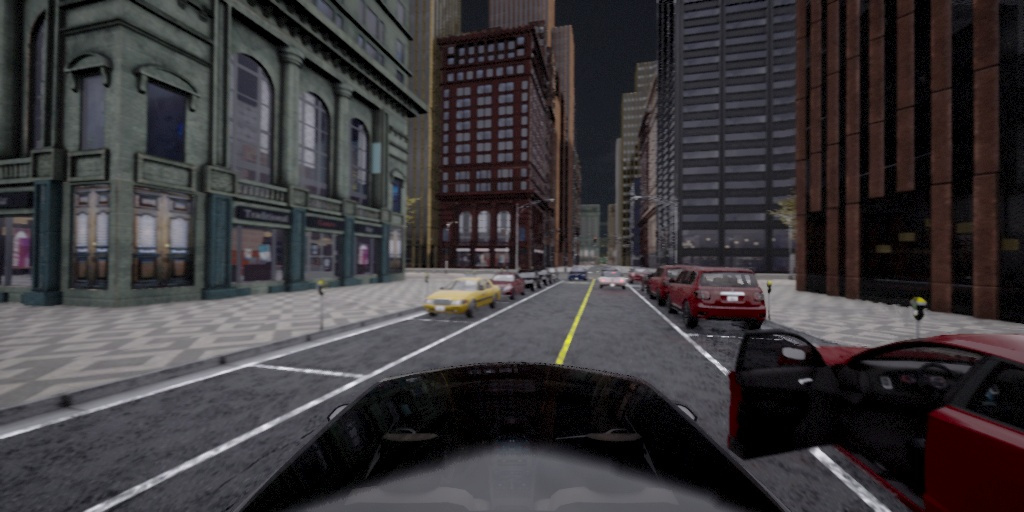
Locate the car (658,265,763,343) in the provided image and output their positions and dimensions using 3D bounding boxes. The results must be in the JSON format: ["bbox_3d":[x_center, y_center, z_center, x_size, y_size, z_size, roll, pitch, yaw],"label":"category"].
[{"bbox_3d":[6.565,1.280,12.042,2.192,1.841,5.009,0,0,14],"label":"car"}]

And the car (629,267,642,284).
[{"bbox_3d":[12.027,1.772,33.912,1.967,1.591,4.097,0,0,14],"label":"car"}]

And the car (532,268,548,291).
[{"bbox_3d":[1.025,1.646,25.042,1.948,1.339,4.313,0,0,14],"label":"car"}]

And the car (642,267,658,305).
[{"bbox_3d":[7.931,1.371,17.510,2.192,1.841,5.009,0,0,14],"label":"car"}]

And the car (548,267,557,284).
[{"bbox_3d":[2.391,1.738,30.509,1.948,1.339,4.313,0,0,14],"label":"car"}]

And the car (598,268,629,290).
[{"bbox_3d":[7.622,1.791,27.405,1.895,1.301,4.718,0,-1,14],"label":"car"}]

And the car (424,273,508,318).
[{"bbox_3d":[-1.747,1.423,13.941,1.751,1.417,4.829,0,0,14],"label":"car"}]

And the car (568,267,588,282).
[{"bbox_3d":[6.987,1.874,37.647,2.033,1.411,5.357,0,-1,15],"label":"car"}]

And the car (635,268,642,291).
[{"bbox_3d":[9.296,1.713,22.977,1.948,1.339,4.313,0,0,14],"label":"car"}]

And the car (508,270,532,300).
[{"bbox_3d":[-0.341,1.571,19.574,1.802,1.307,4.207,0,0,14],"label":"car"}]

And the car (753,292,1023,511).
[{"bbox_3d":[3.757,1.281,2.431,1.882,1.535,5.008,0,-1,14],"label":"car"}]

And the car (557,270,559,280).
[{"bbox_3d":[3.756,1.816,35.977,2.007,1.370,4.403,0,0,14],"label":"car"}]
